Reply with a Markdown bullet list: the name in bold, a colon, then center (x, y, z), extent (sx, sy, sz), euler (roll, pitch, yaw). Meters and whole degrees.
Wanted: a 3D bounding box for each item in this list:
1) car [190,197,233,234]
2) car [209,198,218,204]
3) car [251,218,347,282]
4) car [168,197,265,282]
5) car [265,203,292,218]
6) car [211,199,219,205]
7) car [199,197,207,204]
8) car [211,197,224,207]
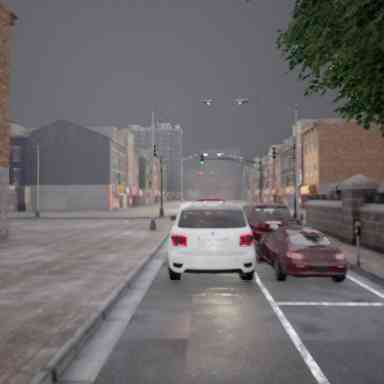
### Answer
- **car**: center (1.420, 1.382, 21.568), extent (2.150, 2.045, 5.566), euler (-1, 0, 10)
- **car**: center (5.459, 2.317, 85.007), extent (2.008, 1.369, 4.403), euler (0, -1, 2)
- **car**: center (3.019, 1.638, 9.672), extent (1.802, 1.307, 4.206), euler (0, 0, 2)
- **car**: center (0.487, 1.294, 10.175), extent (2.150, 2.045, 5.566), euler (0, -1, 0)
- **car**: center (3.197, 1.413, 15.119), extent (2.192, 1.841, 5.009), euler (0, 0, 2)
- **car**: center (5.107, 2.229, 74.138), extent (1.802, 1.307, 4.206), euler (0, -1, 2)
- **car**: center (2.709, 2.099, 81.788), extent (2.097, 1.767, 4.553), euler (0, -1, 2)
- **car**: center (4.756, 1.848, 63.272), extent (2.192, 1.841, 5.009), euler (0, -1, 2)
